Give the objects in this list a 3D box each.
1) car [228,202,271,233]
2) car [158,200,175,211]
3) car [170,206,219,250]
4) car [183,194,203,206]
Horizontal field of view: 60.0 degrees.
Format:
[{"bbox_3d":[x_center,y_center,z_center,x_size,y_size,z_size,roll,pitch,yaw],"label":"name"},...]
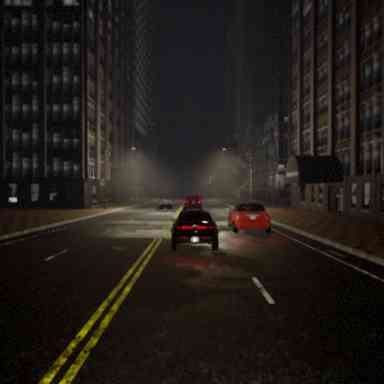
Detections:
[{"bbox_3d":[3.339,1.380,20.059,2.097,1.767,4.553,0,0,2],"label":"car"},{"bbox_3d":[-3.232,1.696,42.493,1.895,1.301,4.718,0,0,0],"label":"car"},{"bbox_3d":[0.107,1.521,14.397,1.837,1.490,4.892,0,-1,0],"label":"car"},{"bbox_3d":[0.117,1.261,40.047,2.150,2.045,5.566,0,0,0],"label":"car"}]
